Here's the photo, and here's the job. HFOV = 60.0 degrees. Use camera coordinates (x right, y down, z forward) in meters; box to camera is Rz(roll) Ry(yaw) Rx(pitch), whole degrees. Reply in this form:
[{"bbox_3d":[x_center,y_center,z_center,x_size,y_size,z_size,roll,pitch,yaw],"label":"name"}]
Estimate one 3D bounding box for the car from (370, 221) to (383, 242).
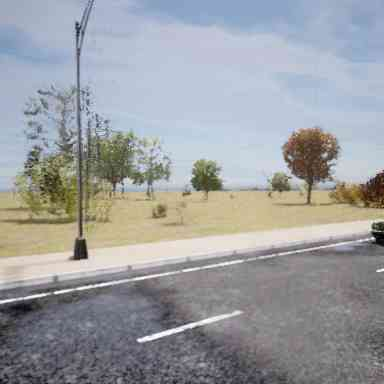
[{"bbox_3d":[9.928,1.539,14.776,4.718,1.301,1.895,0,0,-36],"label":"car"}]
